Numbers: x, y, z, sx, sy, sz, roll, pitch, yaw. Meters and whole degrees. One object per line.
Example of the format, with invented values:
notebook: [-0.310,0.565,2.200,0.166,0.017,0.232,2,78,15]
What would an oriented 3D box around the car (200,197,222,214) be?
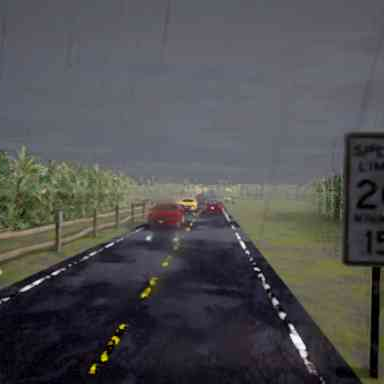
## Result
car: [2.164,1.542,34.824,1.994,1.385,4.181,1,0,4]

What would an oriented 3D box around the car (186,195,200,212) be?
car: [-0.422,1.413,38.401,1.882,1.535,5.008,1,0,4]

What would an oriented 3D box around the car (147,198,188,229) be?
car: [-1.593,1.423,21.297,1.882,1.535,5.008,1,0,4]

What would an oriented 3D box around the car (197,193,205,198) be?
car: [2.005,1.012,76.875,1.882,1.535,5.008,1,0,4]
